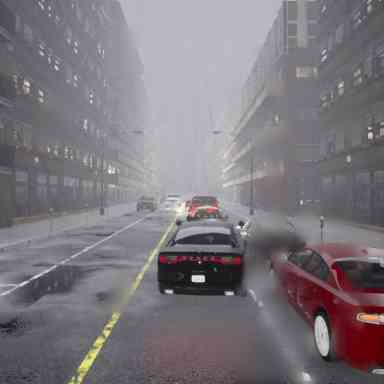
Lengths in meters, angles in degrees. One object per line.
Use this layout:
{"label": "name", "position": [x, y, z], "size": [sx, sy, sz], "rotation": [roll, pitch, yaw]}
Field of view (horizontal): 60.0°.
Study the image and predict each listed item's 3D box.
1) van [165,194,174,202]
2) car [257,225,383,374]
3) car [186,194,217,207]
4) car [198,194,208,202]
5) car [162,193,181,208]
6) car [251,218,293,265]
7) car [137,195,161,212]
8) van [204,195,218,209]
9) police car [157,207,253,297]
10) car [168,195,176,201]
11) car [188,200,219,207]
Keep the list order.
{"label": "van", "position": [-5.323, 1.359, 79.408], "size": [1.690, 1.788, 3.998], "rotation": [1, 0, 0]}
{"label": "car", "position": [2.571, 1.546, 5.718], "size": [1.887, 1.381, 4.507], "rotation": [1, 0, 0]}
{"label": "car", "position": [0.817, 1.230, 24.588], "size": [2.150, 2.045, 5.566], "rotation": [0, 0, 0]}
{"label": "car", "position": [2.557, 1.333, 79.439], "size": [2.192, 1.841, 5.009], "rotation": [1, 0, 0]}
{"label": "car", "position": [-2.763, 1.232, 49.409], "size": [2.150, 2.045, 5.566], "rotation": [0, 0, 0]}
{"label": "car", "position": [2.570, 1.553, 11.388], "size": [2.008, 1.369, 4.403], "rotation": [1, 0, 0]}
{"label": "car", "position": [-5.314, 1.324, 39.711], "size": [2.192, 1.841, 5.009], "rotation": [1, 0, 0]}
{"label": "van", "position": [2.565, 1.351, 45.414], "size": [1.690, 1.788, 3.998], "rotation": [1, 0, 0]}
{"label": "police car", "position": [0.432, 1.427, 8.813], "size": [1.930, 1.638, 5.238], "rotation": [0, 0, 7]}
{"label": "car", "position": [-5.329, 1.587, 90.749], "size": [1.947, 1.339, 4.313], "rotation": [1, 0, 0]}
{"label": "car", "position": [0.818, 1.459, 18.747], "size": [1.801, 1.575, 5.366], "rotation": [0, 0, 0]}
